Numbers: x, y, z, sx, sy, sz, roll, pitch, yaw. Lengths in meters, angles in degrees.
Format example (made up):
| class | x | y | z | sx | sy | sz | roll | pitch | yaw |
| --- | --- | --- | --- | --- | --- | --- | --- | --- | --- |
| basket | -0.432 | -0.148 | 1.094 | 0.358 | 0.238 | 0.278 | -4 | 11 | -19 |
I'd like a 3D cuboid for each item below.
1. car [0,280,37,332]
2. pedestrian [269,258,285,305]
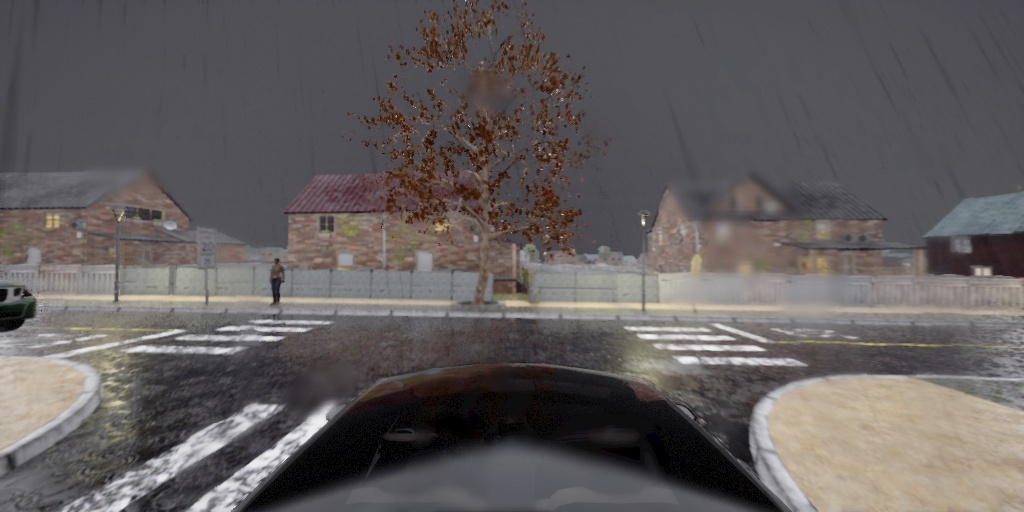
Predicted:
| class | x | y | z | sx | sy | sz | roll | pitch | yaw |
| --- | --- | --- | --- | --- | --- | --- | --- | --- | --- |
| car | -14.818 | 0.886 | 8.358 | 5.566 | 2.045 | 2.150 | 1 | -1 | 2 |
| pedestrian | -9.247 | 0.969 | 14.072 | 0.375 | 1.860 | 0.375 | 0 | -2 | 2 |
